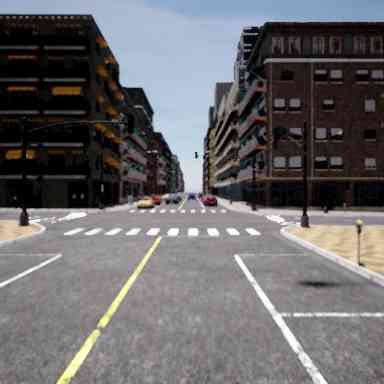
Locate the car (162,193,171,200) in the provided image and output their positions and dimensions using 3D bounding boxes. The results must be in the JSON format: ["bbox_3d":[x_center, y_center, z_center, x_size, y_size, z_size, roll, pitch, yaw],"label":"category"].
[{"bbox_3d":[-5.704,1.078,74.476,1.752,1.417,4.829,1,0,0],"label":"car"}]

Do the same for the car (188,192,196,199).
[{"bbox_3d":[-0.023,0.787,83.251,2.097,1.767,4.553,0,0,0],"label":"car"}]

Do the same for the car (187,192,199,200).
[{"bbox_3d":[-0.020,1.082,73.276,1.812,1.442,4.674,0,0,0],"label":"car"}]

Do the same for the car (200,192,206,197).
[{"bbox_3d":[2.684,1.122,52.540,1.967,1.590,4.097,1,0,0],"label":"car"}]

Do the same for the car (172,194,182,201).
[{"bbox_3d":[-3.021,1.147,67.834,1.994,1.385,4.181,0,0,0],"label":"car"}]

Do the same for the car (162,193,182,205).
[{"bbox_3d":[-3.081,1.251,51.728,1.994,1.385,4.181,0,0,0],"label":"car"}]

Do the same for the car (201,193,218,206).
[{"bbox_3d":[2.685,1.259,47.017,1.887,1.381,4.507,1,0,0],"label":"car"}]

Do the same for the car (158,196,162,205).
[{"bbox_3d":[-5.698,1.226,52.552,1.887,1.381,4.507,1,0,0],"label":"car"}]

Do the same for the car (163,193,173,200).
[{"bbox_3d":[-5.706,1.070,80.169,2.008,1.369,4.403,1,0,0],"label":"car"}]

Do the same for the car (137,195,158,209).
[{"bbox_3d":[-5.694,1.274,41.335,1.752,1.417,4.829,1,0,0],"label":"car"}]

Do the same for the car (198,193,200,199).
[{"bbox_3d":[2.680,1.198,63.587,1.802,1.307,4.206,1,0,0],"label":"car"}]

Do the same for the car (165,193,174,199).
[{"bbox_3d":[-5.707,1.032,85.692,1.887,1.381,4.507,1,0,0],"label":"car"}]
